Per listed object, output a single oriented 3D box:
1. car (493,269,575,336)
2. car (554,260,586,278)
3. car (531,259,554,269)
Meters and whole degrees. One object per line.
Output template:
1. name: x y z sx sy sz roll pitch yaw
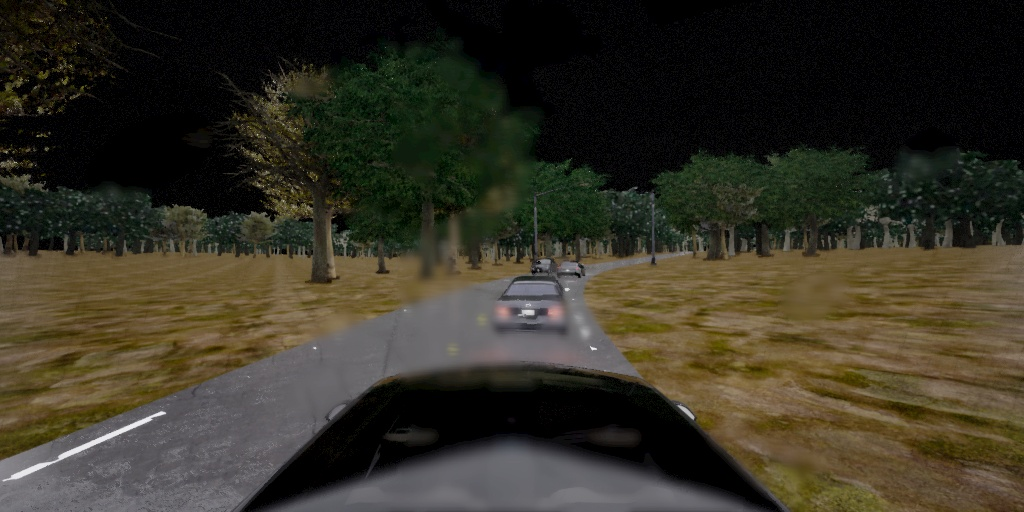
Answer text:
1. car: 0.688 1.280 10.384 2.033 1.411 5.357 0 0 7
2. car: 5.229 1.126 31.162 1.994 1.385 4.181 0 0 18
3. car: 3.256 1.054 35.237 1.837 1.490 4.892 -1 0 20
